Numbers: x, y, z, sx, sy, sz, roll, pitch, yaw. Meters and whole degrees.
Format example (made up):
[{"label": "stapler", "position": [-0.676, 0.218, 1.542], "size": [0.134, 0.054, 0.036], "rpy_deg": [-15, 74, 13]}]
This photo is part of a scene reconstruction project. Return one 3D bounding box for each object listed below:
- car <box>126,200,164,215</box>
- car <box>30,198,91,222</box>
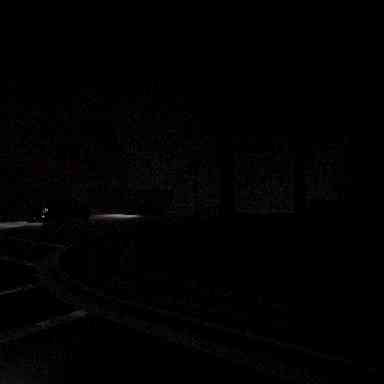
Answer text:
[{"label": "car", "position": [-4.781, 1.526, 34.682], "size": [1.812, 1.442, 4.674], "rpy_deg": [0, 0, 34]}, {"label": "car", "position": [-10.366, 1.353, 26.406], "size": [2.097, 1.767, 4.553], "rpy_deg": [0, 0, 34]}]
